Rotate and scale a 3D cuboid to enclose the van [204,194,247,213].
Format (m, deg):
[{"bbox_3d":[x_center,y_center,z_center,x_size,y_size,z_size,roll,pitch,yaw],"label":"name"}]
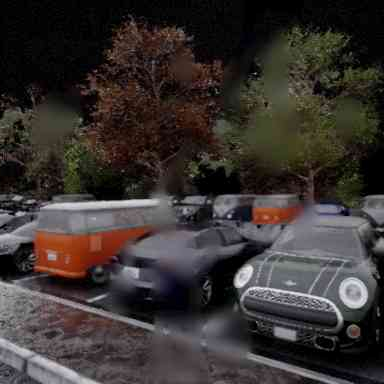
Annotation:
[{"bbox_3d":[2.906,1.169,21.701,1.878,1.987,4.442,0,0,34],"label":"van"}]

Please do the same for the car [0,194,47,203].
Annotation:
[{"bbox_3d":[-17.815,1.260,35.790,2.435,2.045,5.566,0,0,34],"label":"car"}]

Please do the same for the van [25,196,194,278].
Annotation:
[{"bbox_3d":[-2.042,1.237,9.544,1.878,1.987,4.442,0,0,34],"label":"van"}]

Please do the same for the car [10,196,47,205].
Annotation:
[{"bbox_3d":[-15.400,1.497,34.190,2.097,1.535,5.008,0,0,34],"label":"car"}]

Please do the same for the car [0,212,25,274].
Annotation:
[{"bbox_3d":[-4.423,1.507,10.976,2.163,1.488,4.792,0,0,34],"label":"car"}]

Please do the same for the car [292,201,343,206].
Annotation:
[{"bbox_3d":[7.569,1.369,18.704,2.097,1.535,5.008,0,0,34],"label":"car"}]

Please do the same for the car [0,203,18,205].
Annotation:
[{"bbox_3d":[-11.415,1.514,15.505,1.946,1.575,5.366,0,0,34],"label":"car"}]

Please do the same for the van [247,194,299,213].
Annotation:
[{"bbox_3d":[5.333,1.155,20.345,1.878,1.987,4.442,0,0,34],"label":"van"}]

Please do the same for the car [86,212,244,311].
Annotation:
[{"bbox_3d":[0.212,1.480,7.919,2.163,1.488,4.792,0,0,34],"label":"car"}]

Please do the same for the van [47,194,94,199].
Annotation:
[{"bbox_3d":[-10.845,1.246,31.262,1.878,1.987,4.442,0,0,34],"label":"van"}]

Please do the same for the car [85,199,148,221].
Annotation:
[{"bbox_3d":[-6.215,1.446,27.992,2.097,1.535,5.008,0,0,34],"label":"car"}]

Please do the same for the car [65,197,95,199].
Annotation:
[{"bbox_3d":[-8.610,1.499,29.618,2.002,1.452,4.674,0,0,34],"label":"car"}]

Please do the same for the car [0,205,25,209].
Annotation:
[{"bbox_3d":[-9.026,1.532,14.082,2.163,1.488,4.792,0,0,34],"label":"car"}]

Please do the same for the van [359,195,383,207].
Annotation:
[{"bbox_3d":[9.813,1.133,17.051,1.878,1.987,4.442,0,0,34],"label":"van"}]

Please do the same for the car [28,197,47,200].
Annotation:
[{"bbox_3d":[-13.101,1.525,32.643,2.002,1.452,4.674,0,0,34],"label":"car"}]

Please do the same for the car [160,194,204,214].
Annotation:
[{"bbox_3d":[0.660,1.156,23.324,2.435,2.045,5.566,0,0,34],"label":"car"}]

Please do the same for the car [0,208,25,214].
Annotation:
[{"bbox_3d":[-6.725,1.519,12.529,2.163,1.488,4.792,0,0,34],"label":"car"}]

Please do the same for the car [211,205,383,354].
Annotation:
[{"bbox_3d":[2.511,1.315,6.369,2.185,1.767,4.553,0,0,34],"label":"car"}]
